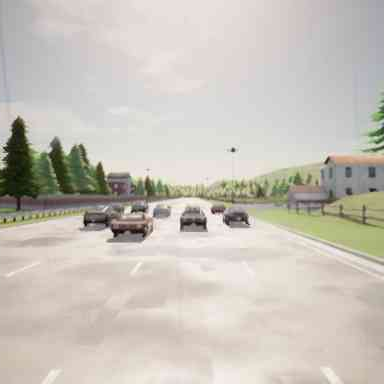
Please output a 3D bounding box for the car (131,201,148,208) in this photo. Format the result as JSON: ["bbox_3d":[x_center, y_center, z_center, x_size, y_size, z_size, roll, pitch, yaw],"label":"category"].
[{"bbox_3d":[-6.905,2.122,44.469,2.128,1.511,4.902,0,-1,0],"label":"car"}]

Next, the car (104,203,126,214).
[{"bbox_3d":[-10.404,2.202,45.093,1.994,1.385,4.181,0,-1,0],"label":"car"}]

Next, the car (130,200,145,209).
[{"bbox_3d":[-10.505,2.414,64.972,2.128,1.511,4.902,0,-1,0],"label":"car"}]

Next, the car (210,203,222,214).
[{"bbox_3d":[3.596,2.207,45.340,1.994,1.385,4.181,0,-1,0],"label":"car"}]

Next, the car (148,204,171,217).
[{"bbox_3d":[-3.403,2.090,38.300,2.033,1.411,5.357,0,-1,0],"label":"car"}]

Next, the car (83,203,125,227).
[{"bbox_3d":[-6.902,1.857,25.680,2.128,1.511,4.902,0,-1,0],"label":"car"}]

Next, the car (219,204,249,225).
[{"bbox_3d":[3.588,1.921,27.846,1.812,1.442,4.674,0,-1,0],"label":"car"}]

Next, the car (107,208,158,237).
[{"bbox_3d":[-3.401,1.882,19.817,1.895,1.301,4.718,0,-1,0],"label":"car"}]

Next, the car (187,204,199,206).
[{"bbox_3d":[0.098,2.203,42.505,1.895,1.301,4.718,0,-1,0],"label":"car"}]

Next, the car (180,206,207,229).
[{"bbox_3d":[0.099,1.952,24.721,1.895,1.301,4.718,0,-1,0],"label":"car"}]
